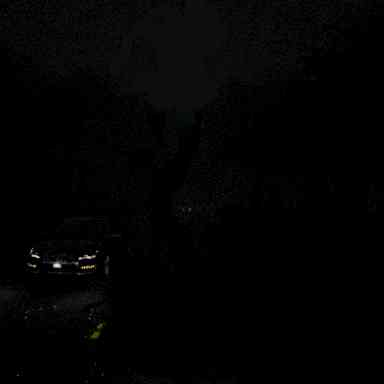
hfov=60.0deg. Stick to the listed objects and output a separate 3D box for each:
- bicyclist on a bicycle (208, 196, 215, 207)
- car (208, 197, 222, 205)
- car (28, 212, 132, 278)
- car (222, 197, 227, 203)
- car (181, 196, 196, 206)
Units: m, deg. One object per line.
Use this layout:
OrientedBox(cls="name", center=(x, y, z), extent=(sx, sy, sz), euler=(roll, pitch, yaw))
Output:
OrientedBox(cls="bicyclist on a bicycle", center=(2.581, 1.503, 47.239), extent=(0.582, 1.620, 1.656), euler=(2, 0, 6))
OrientedBox(cls="car", center=(4.146, 1.663, 63.822), extent=(1.837, 1.490, 4.892), euler=(2, 0, 10))
OrientedBox(cls="car", center=(-3.038, 1.414, 9.961), extent=(1.837, 1.490, 4.892), euler=(2, 0, 0))
OrientedBox(cls="car", center=(6.826, 1.903, 76.676), extent=(2.033, 1.411, 5.357), euler=(2, -1, 14))
OrientedBox(cls="car", center=(-0.544, 1.445, 53.556), extent=(2.128, 1.511, 4.902), euler=(2, 0, 8))
